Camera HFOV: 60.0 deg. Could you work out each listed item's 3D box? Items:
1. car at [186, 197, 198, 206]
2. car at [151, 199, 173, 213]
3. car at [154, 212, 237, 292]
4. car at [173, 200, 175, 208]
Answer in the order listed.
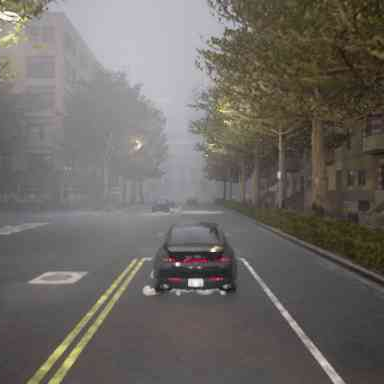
[{"bbox_3d":[-0.011,1.718,60.377,1.812,1.442,4.674,0,0,0],"label":"car"},{"bbox_3d":[-3.678,1.604,39.659,1.882,1.535,5.008,0,0,1],"label":"car"},{"bbox_3d":[0.075,1.535,8.986,1.837,1.490,4.892,0,0,0],"label":"car"},{"bbox_3d":[-3.663,1.765,51.713,1.895,1.301,4.718,0,0,0],"label":"car"}]
